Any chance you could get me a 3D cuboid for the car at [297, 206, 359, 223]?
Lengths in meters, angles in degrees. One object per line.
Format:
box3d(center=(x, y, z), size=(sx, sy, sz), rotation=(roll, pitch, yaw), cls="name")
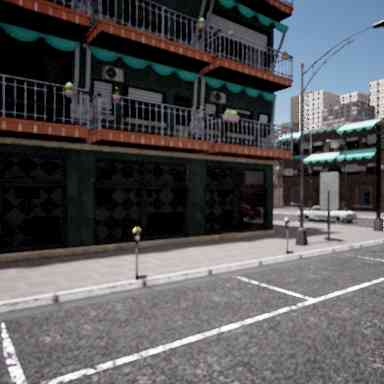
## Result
box3d(center=(11.405, 1.854, 28.107), size=(1.895, 1.301, 4.718), rotation=(0, -1, -36), cls="car")
